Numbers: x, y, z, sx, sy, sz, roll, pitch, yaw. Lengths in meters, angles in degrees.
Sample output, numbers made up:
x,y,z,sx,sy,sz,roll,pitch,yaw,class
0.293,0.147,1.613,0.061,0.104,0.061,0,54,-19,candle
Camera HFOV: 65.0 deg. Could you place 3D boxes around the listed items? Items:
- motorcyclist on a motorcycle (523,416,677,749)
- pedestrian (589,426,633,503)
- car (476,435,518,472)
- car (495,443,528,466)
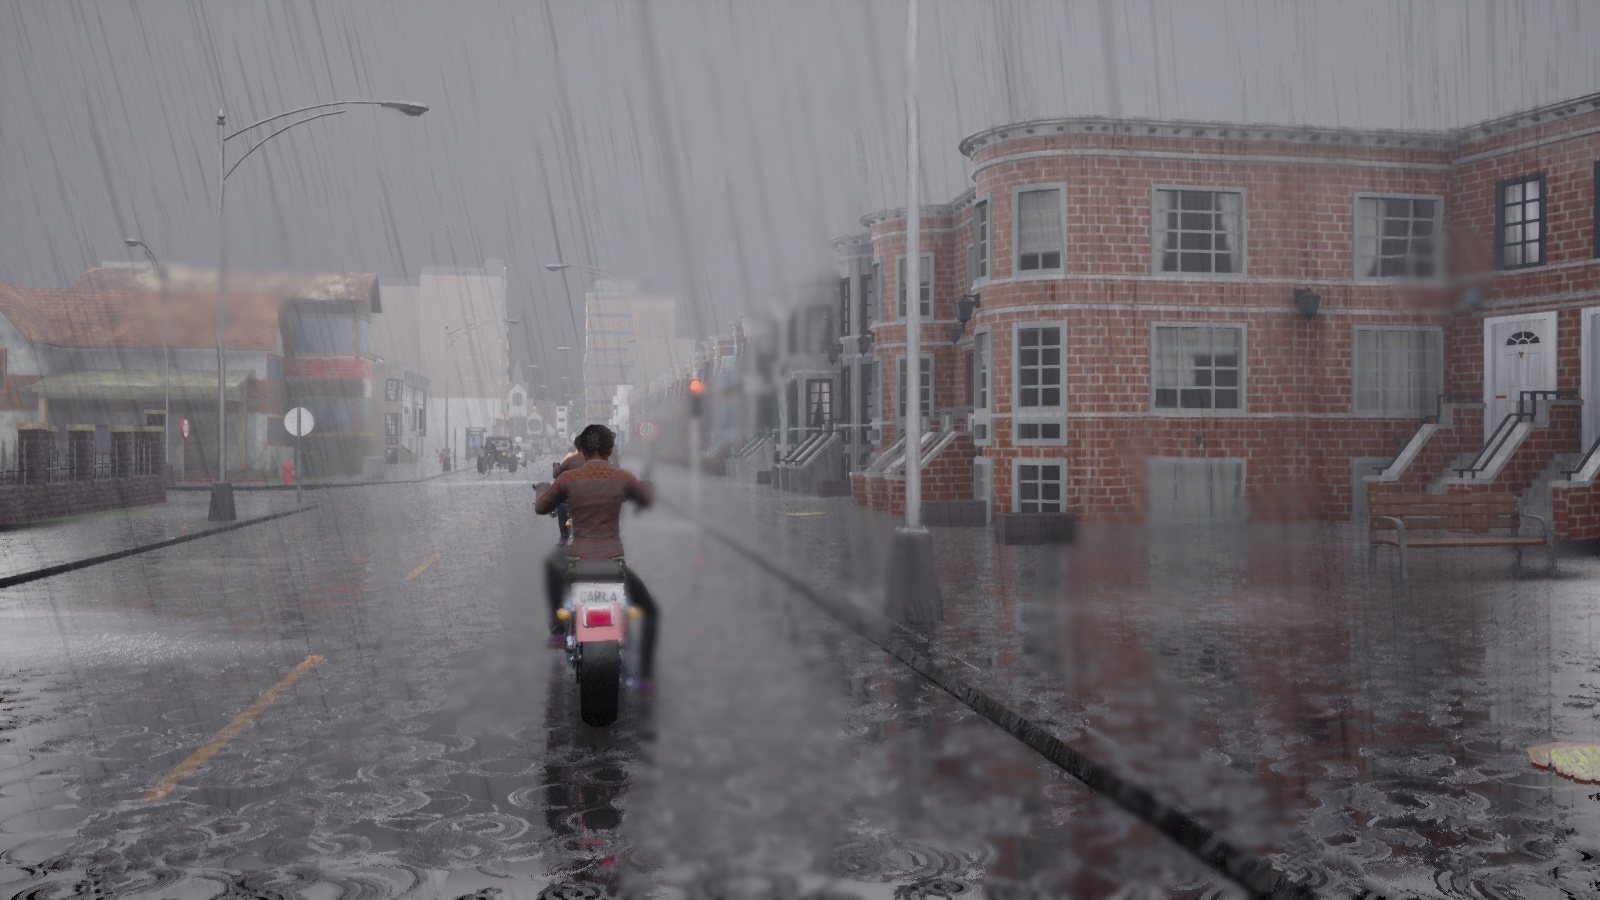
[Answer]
x,y,z,sx,sy,sz,roll,pitch,yaw,class
-1.211,0.656,7.458,0.766,1.649,2.350,0,0,-10,motorcyclist on a motorcycle
-4.850,0.364,32.236,0.873,1.952,0.659,0,0,-45,pedestrian
-15.980,0.179,66.370,1.905,1.878,3.866,0,0,-10,car
-18.796,0.265,81.942,1.970,1.475,3.806,0,0,-10,car
